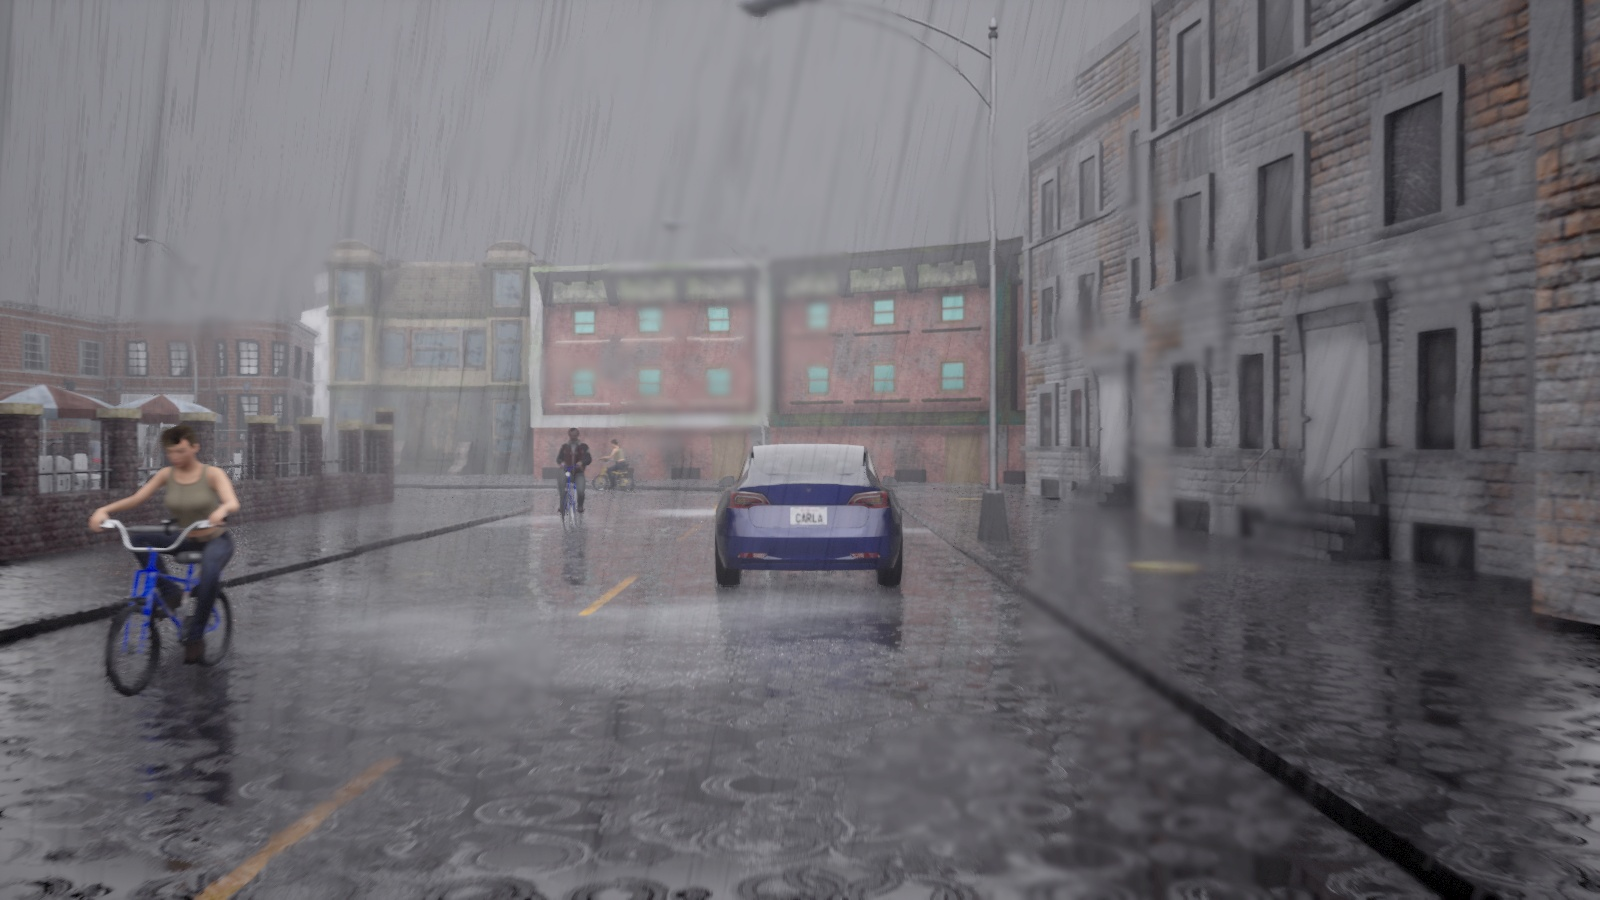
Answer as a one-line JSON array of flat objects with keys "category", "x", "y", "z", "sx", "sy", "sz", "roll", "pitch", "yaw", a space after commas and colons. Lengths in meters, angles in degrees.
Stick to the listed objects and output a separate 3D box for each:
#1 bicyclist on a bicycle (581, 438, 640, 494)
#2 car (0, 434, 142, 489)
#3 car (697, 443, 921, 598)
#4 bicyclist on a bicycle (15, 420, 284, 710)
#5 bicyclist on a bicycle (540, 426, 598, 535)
[{"category": "bicyclist on a bicycle", "x": -5.653, "y": 0.469, "z": 37.502, "sx": 1.509, "sy": 1.612, "sz": 0.866, "roll": 0, "pitch": 2, "yaw": 27}, {"category": "car", "x": -23.353, "y": 0.352, "z": 39.071, "sx": 4.611, "sy": 1.667, "sz": 2.242, "roll": 0, "pitch": 0, "yaw": 0}, {"category": "car", "x": 0.098, "y": 0.665, "z": 14.500, "sx": 2.163, "sy": 1.488, "sz": 4.792, "roll": 0, "pitch": 0, "yaw": 0}, {"category": "bicyclist on a bicycle", "x": -3.936, "y": 0.636, "z": 7.752, "sx": 0.866, "sy": 1.612, "sz": 1.509, "roll": 0, "pitch": 0, "yaw": 1}, {"category": "bicyclist on a bicycle", "x": -3.897, "y": 0.494, "z": 21.319, "sx": 0.659, "sy": 1.776, "sz": 1.843, "roll": 0, "pitch": 0, "yaw": 0}]
